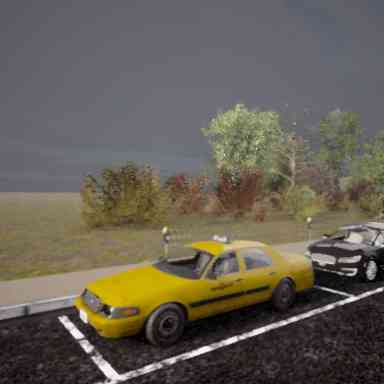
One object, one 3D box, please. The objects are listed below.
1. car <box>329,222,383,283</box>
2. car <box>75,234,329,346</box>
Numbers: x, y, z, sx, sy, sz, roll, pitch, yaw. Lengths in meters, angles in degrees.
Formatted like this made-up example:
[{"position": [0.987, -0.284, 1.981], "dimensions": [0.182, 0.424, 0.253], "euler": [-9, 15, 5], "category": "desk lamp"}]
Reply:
[{"position": [5.099, 1.596, 9.728], "dimensions": [4.403, 1.369, 2.008], "euler": [0, 0, -36], "category": "car"}, {"position": [0.358, 1.543, 6.345], "dimensions": [4.829, 1.417, 1.752], "euler": [0, 0, -36], "category": "car"}]
